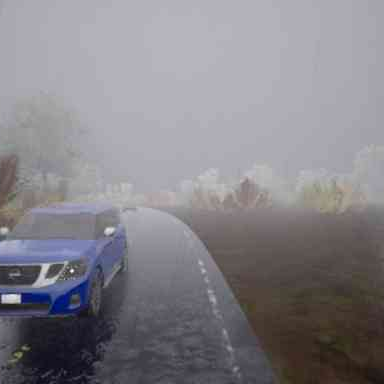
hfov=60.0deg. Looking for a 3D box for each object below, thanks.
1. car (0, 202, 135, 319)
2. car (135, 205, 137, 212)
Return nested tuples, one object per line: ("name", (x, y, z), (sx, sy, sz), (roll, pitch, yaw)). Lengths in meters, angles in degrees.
("car", (-2.897, 1.329, 7.897), (2.150, 2.045, 5.566), (0, -1, -2))
("car", (-9.530, 2.251, 50.477), (2.033, 1.411, 5.357), (0, -1, -12))
